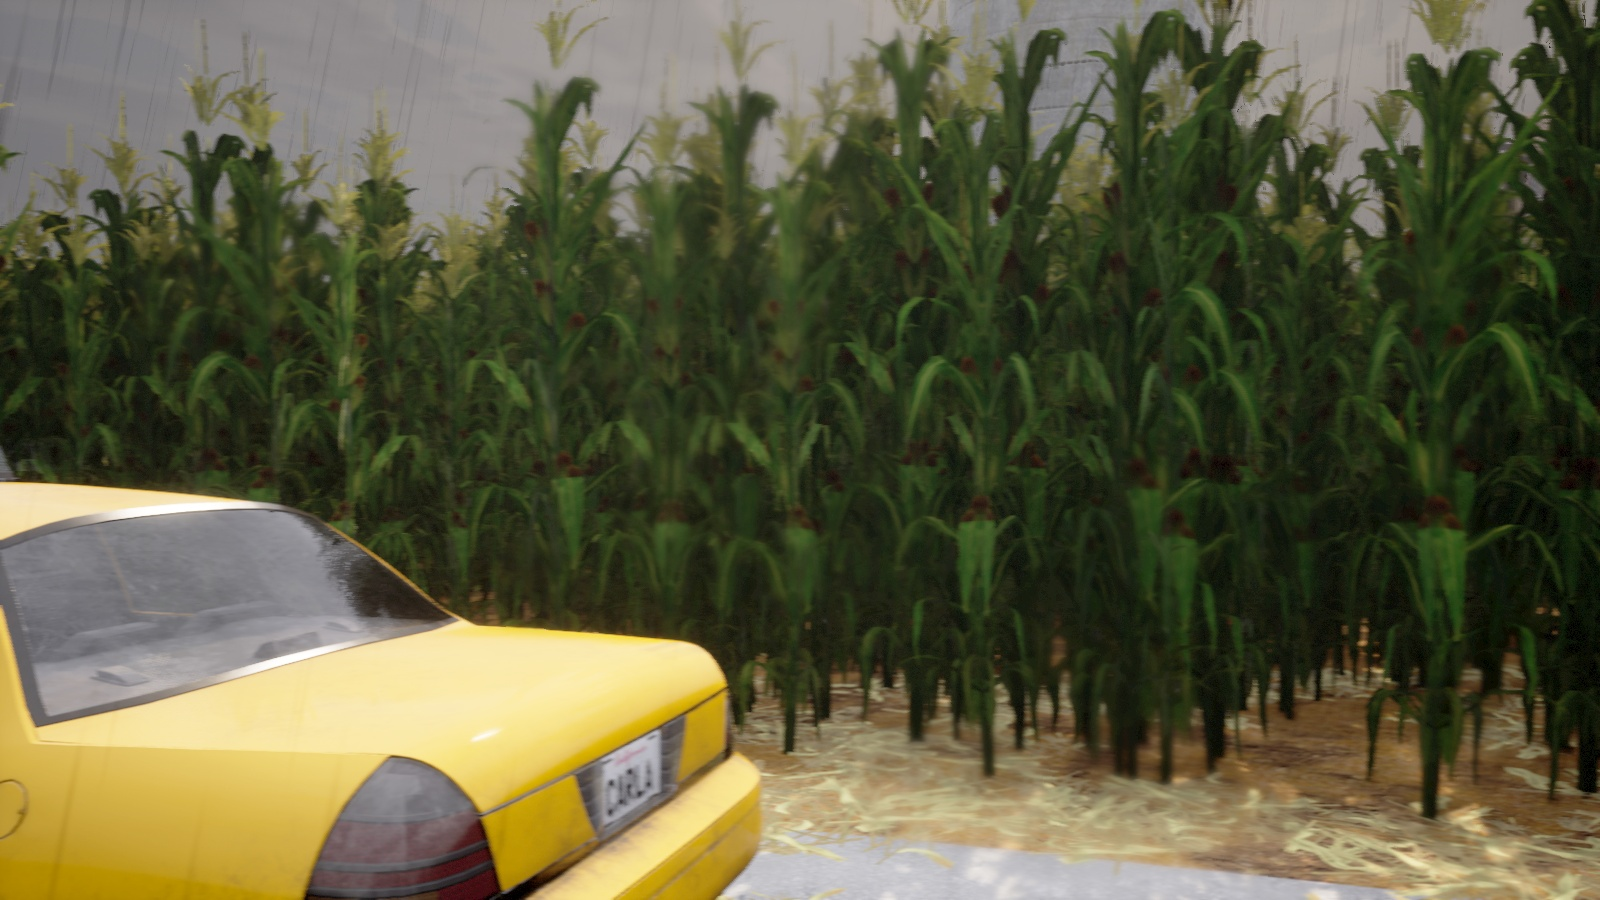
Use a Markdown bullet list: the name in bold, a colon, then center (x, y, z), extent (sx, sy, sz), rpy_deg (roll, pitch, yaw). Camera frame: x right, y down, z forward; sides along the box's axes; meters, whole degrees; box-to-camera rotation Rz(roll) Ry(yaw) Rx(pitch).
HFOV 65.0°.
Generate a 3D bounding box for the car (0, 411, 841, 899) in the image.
- **car**: center (-2.713, 0.722, 3.683), extent (5.366, 1.575, 1.801), rpy_deg (0, 1, 19)
